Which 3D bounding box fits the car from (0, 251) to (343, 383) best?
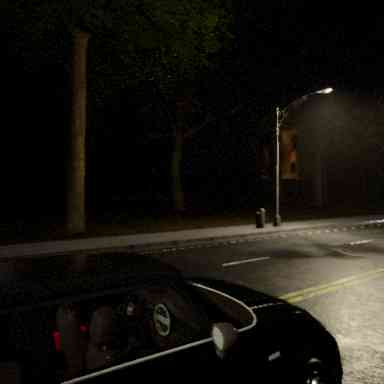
[{"bbox_3d":[-0.680,1.352,2.953,4.553,1.767,2.097,0,0,-35],"label":"car"}]
